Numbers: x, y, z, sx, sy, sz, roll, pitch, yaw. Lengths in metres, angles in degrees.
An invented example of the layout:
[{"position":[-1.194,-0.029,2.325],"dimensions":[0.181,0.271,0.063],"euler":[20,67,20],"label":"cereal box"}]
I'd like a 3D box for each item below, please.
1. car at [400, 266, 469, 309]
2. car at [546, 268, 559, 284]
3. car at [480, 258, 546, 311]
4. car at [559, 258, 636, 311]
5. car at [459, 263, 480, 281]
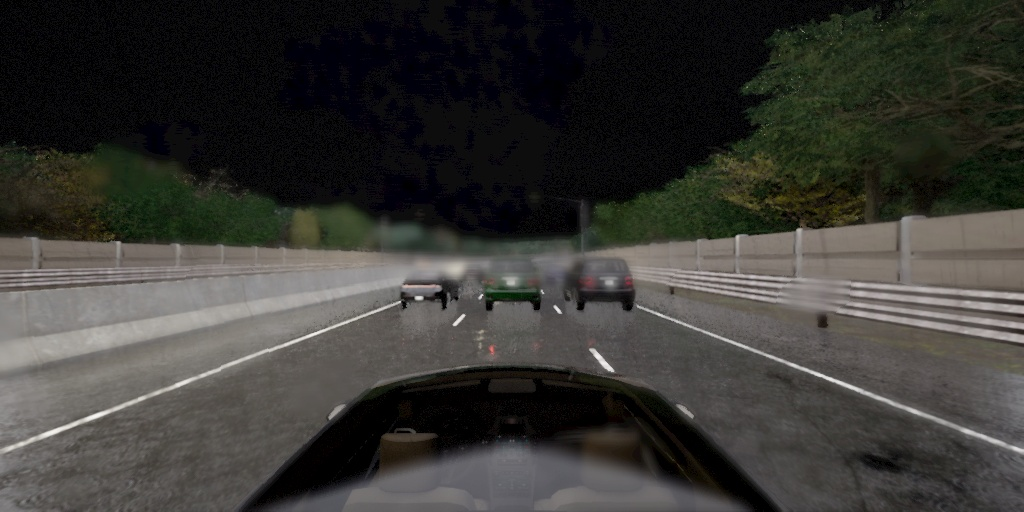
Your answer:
[{"position":[-3.432,1.375,15.792],"dimensions":[2.128,1.511,4.902],"euler":[0,0,1],"label":"car"},{"position":[3.811,1.636,30.366],"dimensions":[1.895,1.301,4.718],"euler":[0,-1,1],"label":"car"},{"position":[0.061,1.097,15.479],"dimensions":[2.150,2.045,5.566],"euler":[0,0,1],"label":"car"},{"position":[3.562,1.099,15.458],"dimensions":[2.150,2.045,5.566],"euler":[0,0,1],"label":"car"},{"position":[-3.179,1.541,30.726],"dimensions":[1.837,1.490,4.892],"euler":[0,0,1],"label":"car"}]
